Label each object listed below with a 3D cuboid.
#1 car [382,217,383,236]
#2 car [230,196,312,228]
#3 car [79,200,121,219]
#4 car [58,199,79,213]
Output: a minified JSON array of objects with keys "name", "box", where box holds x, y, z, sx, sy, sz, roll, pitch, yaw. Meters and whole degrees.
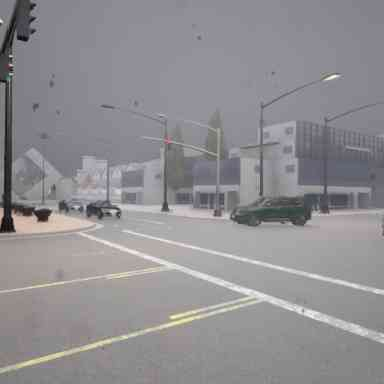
[{"name":"car","box":[8.950,1.282,11.591,2.150,2.045,5.566,0,0,2]},{"name":"car","box":[5.460,1.309,22.784,5.566,2.045,2.150,1,0,-14]},{"name":"car","box":[-7.749,1.501,28.899,2.128,1.511,4.902,1,0,-35]},{"name":"car","box":[-13.651,1.499,37.373,2.128,1.511,4.902,1,0,-35]}]
